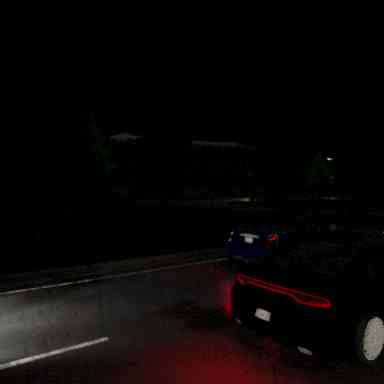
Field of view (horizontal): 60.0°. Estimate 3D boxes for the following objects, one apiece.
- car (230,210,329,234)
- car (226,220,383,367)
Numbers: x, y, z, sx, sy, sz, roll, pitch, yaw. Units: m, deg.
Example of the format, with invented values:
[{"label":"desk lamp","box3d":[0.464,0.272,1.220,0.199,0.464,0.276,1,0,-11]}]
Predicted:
[{"label":"car","box3d":[3.287,1.339,10.398,4.553,1.767,2.097,0,0,-36]},{"label":"car","box3d":[2.953,1.469,5.856,5.008,1.535,1.882,0,0,-36]}]
